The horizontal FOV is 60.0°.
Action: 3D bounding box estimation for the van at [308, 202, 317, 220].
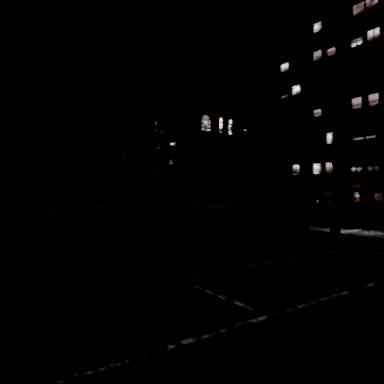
[{"bbox_3d":[10.099,1.832,32.257,1.690,1.788,3.998,-1,0,-36],"label":"van"}]
